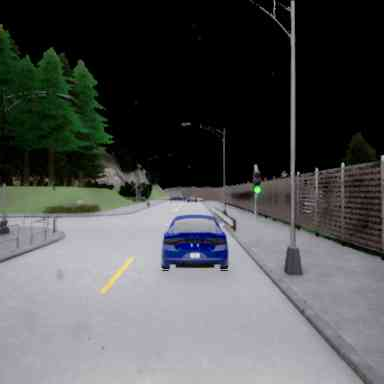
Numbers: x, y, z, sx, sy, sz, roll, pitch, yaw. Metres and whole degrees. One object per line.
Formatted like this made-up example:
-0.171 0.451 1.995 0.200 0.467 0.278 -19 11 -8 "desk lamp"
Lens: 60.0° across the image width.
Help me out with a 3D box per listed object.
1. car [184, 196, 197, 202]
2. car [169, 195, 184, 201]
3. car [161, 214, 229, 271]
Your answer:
0.006 1.528 71.789 1.994 1.385 4.181 0 0 -4 "car"
-3.489 1.496 81.483 4.674 1.442 1.812 0 0 40 "car"
0.088 1.474 10.972 1.882 1.535 5.008 0 0 0 "car"
